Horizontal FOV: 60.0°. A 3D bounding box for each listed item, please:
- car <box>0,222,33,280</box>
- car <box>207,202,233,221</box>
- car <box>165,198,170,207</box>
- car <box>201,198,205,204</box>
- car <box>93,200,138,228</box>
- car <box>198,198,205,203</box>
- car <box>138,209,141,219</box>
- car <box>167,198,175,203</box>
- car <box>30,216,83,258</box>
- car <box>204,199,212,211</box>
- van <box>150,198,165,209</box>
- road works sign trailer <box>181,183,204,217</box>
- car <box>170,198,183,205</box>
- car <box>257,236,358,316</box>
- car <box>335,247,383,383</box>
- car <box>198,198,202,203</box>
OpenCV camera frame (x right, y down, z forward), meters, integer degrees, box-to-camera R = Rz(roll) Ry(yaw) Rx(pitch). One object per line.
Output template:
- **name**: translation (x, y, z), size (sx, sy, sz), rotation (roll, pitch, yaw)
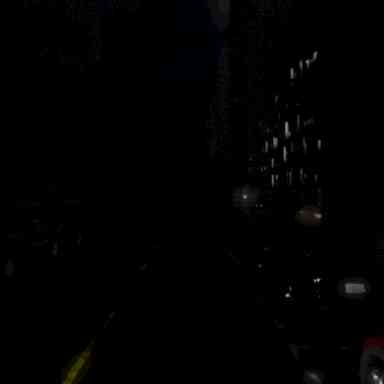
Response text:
- **car**: translation (-5.692, 1.617, 7.538), size (1.887, 1.381, 4.507), rotation (0, -1, 0)
- **car**: translation (2.675, 1.848, 30.269), size (1.947, 1.339, 4.313), rotation (0, -1, 0)
- **car**: translation (-5.727, 2.136, 64.367), size (1.802, 1.307, 4.206), rotation (0, 0, 0)
- **car**: translation (2.664, 1.952, 47.486), size (1.752, 1.417, 4.829), rotation (0, 0, 0)
- **car**: translation (-5.702, 1.547, 24.588), size (2.192, 1.841, 5.009), rotation (0, -1, 0)
- **car**: translation (2.636, 2.288, 92.766), size (1.887, 1.381, 4.507), rotation (0, 0, 0)
- **car**: translation (-5.707, 1.865, 30.268), size (1.802, 1.307, 4.206), rotation (0, -1, 0)
- **car**: translation (-5.745, 2.294, 92.781), size (2.008, 1.369, 4.403), rotation (0, 0, 0)
- **car**: translation (-5.696, 1.677, 13.220), size (2.008, 1.369, 4.403), rotation (0, -1, 0)
- **car**: translation (2.672, 1.772, 35.951), size (1.967, 1.590, 4.097), rotation (0, 0, 0)
- **van**: translation (-5.719, 1.811, 53.003), size (1.690, 1.788, 3.998), rotation (0, 0, 0)
- **road works sign trailer**: translation (-0.006, 0.797, 36.016), size (2.380, 3.560, 2.880), rotation (0, 0, 0)
- **car**: translation (-3.046, 2.157, 71.737), size (1.994, 1.385, 4.181), rotation (0, 0, 0)
- **car**: translation (2.689, 1.638, 7.546), size (1.947, 1.339, 4.313), rotation (0, -1, 0)
- **car**: translation (2.693, 1.459, 1.867), size (1.967, 1.590, 4.097), rotation (0, -1, 0)
- **car**: translation (2.647, 2.215, 75.722), size (1.802, 1.307, 4.206), rotation (0, 0, 0)
